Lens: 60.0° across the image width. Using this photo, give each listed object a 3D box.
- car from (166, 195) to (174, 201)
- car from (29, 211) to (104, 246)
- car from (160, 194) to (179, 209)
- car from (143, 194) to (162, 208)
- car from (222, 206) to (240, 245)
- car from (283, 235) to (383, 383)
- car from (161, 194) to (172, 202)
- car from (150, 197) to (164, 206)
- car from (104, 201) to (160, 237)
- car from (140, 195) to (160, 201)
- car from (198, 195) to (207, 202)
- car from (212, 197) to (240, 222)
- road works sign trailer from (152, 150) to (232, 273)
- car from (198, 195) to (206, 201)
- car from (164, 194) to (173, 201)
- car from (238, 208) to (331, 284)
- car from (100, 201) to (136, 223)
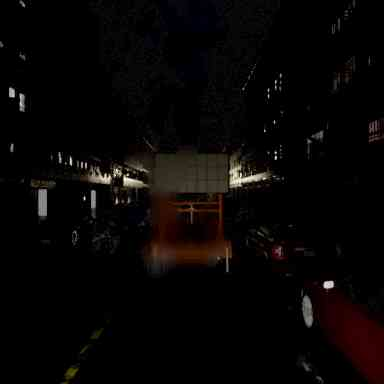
[{"bbox_3d":[-5.788,1.516,88.444,1.887,1.381,4.507,0,0,0],"label":"car"},{"bbox_3d":[-5.705,1.565,15.169,1.947,1.339,4.313,0,0,0],"label":"car"},{"bbox_3d":[-3.051,1.212,46.069,2.150,2.045,5.566,0,0,0],"label":"car"},{"bbox_3d":[-5.743,1.305,48.989,2.192,1.841,5.009,0,0,0],"label":"car"},{"bbox_3d":[2.676,1.550,15.176,2.008,1.369,4.403,0,0,0],"label":"car"},{"bbox_3d":[2.689,1.545,3.903,1.887,1.381,4.507,0,0,0],"label":"car"},{"bbox_3d":[-5.775,1.293,77.171,2.192,1.841,5.009,0,0,0],"label":"car"},{"bbox_3d":[-5.751,1.570,54.626,1.802,1.307,4.206,0,0,0],"label":"car"},{"bbox_3d":[-3.120,1.476,18.346,1.882,1.535,5.008,0,0,0],"label":"car"},{"bbox_3d":[-5.737,1.432,43.353,1.967,1.590,4.097,0,0,0],"label":"car"},{"bbox_3d":[2.604,1.503,77.346,1.752,1.417,4.829,0,0,0],"label":"car"},{"bbox_3d":[2.664,1.312,26.449,2.192,1.841,5.009,0,0,0],"label":"car"},{"bbox_3d":[-0.011,0.464,10.669,2.380,3.560,2.880,0,0,0],"label":"road works sign trailer"},{"bbox_3d":[2.592,1.516,88.449,1.887,1.381,4.507,0,0,0],"label":"car"},{"bbox_3d":[-5.782,1.415,82.806,1.967,1.590,4.097,0,0,0],"label":"car"},{"bbox_3d":[2.682,1.440,9.540,1.967,1.590,4.097,0,0,0],"label":"car"},{"bbox_3d":[-5.718,1.523,26.272,1.752,1.417,4.829,0,0,0],"label":"car"}]
